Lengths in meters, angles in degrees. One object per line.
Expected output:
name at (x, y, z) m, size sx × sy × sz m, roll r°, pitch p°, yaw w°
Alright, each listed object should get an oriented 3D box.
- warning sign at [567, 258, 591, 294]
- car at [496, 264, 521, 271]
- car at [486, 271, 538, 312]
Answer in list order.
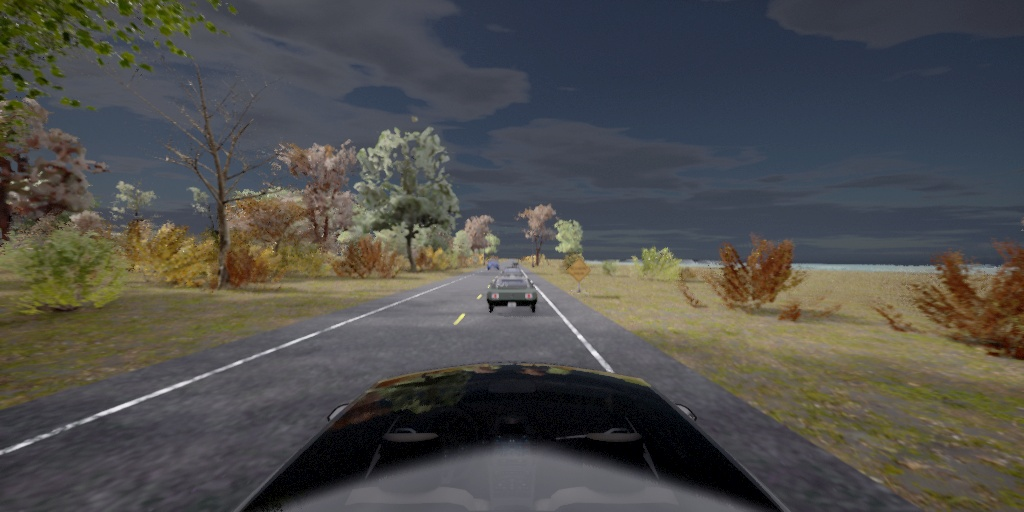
warning sign at (3.551, 1.048, 18.984) m, size 1.300 × 1.860 × 1.060 m, roll 0°, pitch 0°, yaw 0°
car at (0.009, 1.589, 29.365) m, size 2.033 × 1.411 × 5.357 m, roll 0°, pitch -1°, yaw 1°
car at (0.018, 1.493, 15.079) m, size 1.895 × 1.301 × 4.718 m, roll 0°, pitch -1°, yaw 0°
